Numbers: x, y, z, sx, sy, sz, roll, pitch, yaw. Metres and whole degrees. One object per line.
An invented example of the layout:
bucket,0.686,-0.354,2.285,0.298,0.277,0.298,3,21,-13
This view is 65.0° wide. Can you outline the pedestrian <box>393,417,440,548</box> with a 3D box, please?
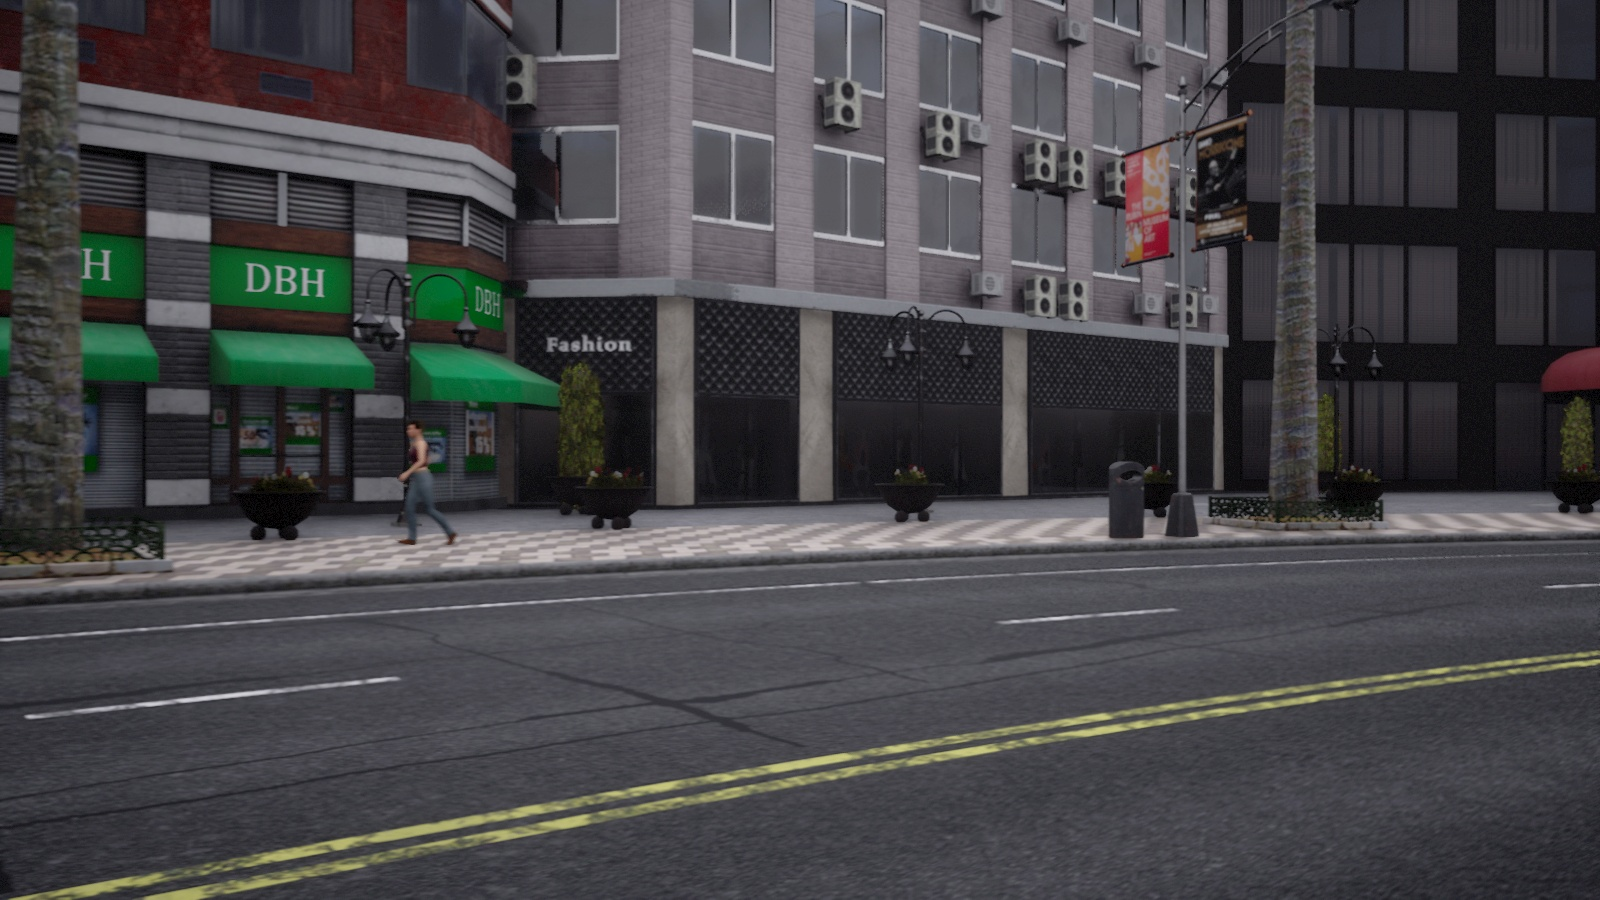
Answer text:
pedestrian,-5.488,0.460,17.959,0.594,1.836,0.345,0,0,-27
